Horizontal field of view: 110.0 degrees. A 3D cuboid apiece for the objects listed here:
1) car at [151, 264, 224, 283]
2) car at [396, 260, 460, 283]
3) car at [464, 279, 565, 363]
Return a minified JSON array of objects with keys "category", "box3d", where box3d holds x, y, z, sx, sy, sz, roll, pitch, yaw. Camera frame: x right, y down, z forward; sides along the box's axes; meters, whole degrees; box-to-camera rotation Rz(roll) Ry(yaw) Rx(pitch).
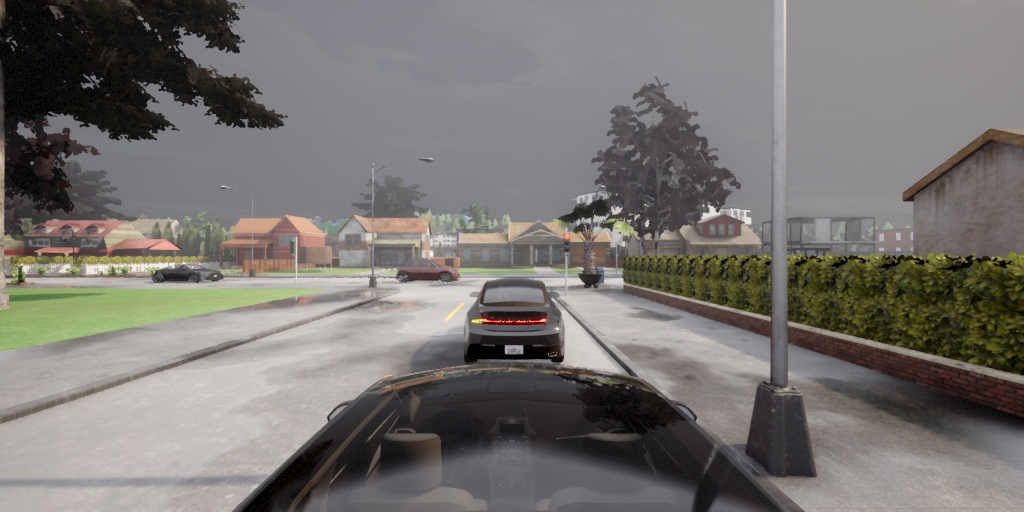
[{"category":"car","box3d":[-24.179,1.312,26.815,4.181,1.385,1.994,0,0,0]},{"category":"car","box3d":[-6.198,1.100,26.832,4.553,1.767,2.097,0,0,0]},{"category":"car","box3d":[0.055,1.255,8.167,1.837,1.490,4.892,0,0,1]}]
